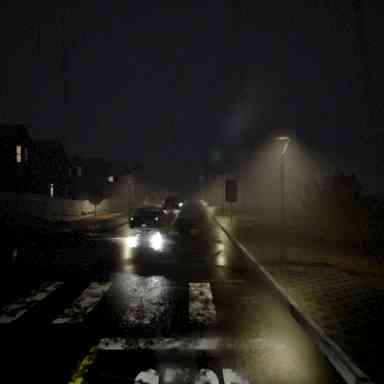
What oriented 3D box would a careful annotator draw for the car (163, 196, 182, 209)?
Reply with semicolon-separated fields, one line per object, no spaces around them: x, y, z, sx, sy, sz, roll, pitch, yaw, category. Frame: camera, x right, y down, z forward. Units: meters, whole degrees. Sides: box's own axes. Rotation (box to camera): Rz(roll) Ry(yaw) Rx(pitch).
-2.815;1.365;45.041;2.097;1.767;4.553;0;-1;0;car

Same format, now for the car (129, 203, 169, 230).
-2.780;1.640;21.496;1.895;1.301;4.718;0;0;0;car
